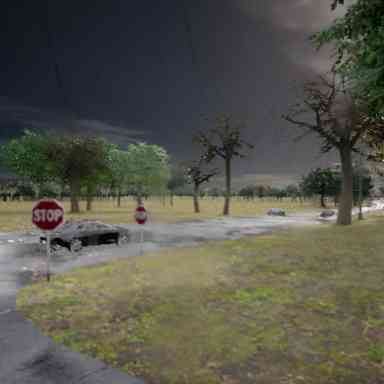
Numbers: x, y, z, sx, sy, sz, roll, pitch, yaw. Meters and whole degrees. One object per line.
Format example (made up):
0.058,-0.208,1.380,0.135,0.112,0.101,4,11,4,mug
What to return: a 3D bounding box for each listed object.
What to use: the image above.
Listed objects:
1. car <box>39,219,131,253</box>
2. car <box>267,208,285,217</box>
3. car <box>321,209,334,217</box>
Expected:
-5.334,2.168,17.276,2.128,1.511,4.902,1,-1,36,car
14.353,3.420,56.431,1.812,1.442,4.674,1,-1,36,car
24.583,3.732,60.346,2.033,1.411,5.357,1,-1,29,car
